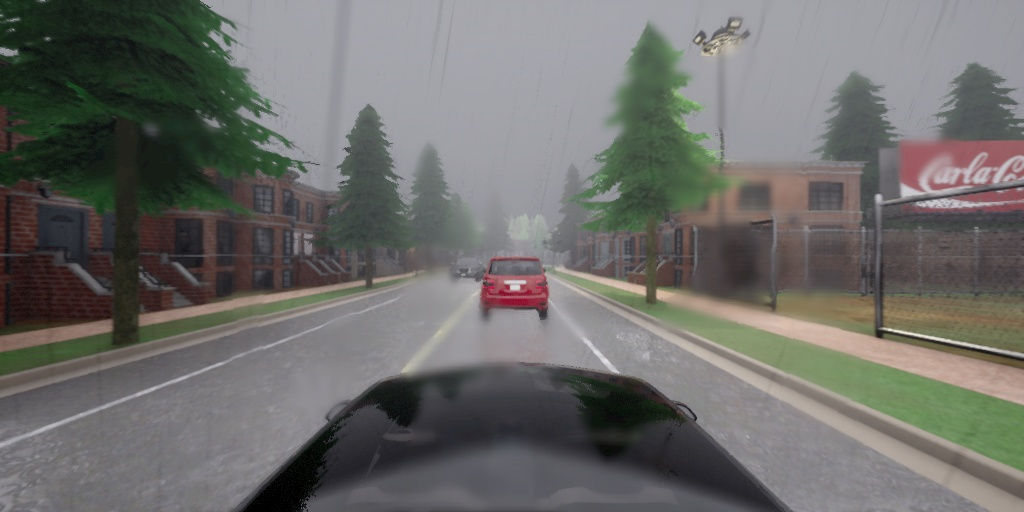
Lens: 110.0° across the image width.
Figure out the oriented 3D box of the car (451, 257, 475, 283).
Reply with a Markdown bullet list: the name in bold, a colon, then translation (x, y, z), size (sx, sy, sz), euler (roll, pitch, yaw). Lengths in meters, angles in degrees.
- **car**: translation (-3.604, 1.085, 29.607), size (2.150, 2.045, 5.566), euler (0, -1, 0)

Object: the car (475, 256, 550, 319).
- **car**: translation (0.095, 1.017, 13.095), size (2.150, 2.045, 5.566), euler (0, 0, 0)
